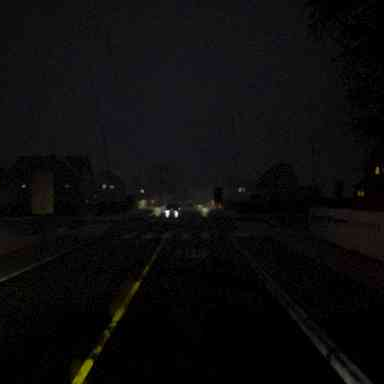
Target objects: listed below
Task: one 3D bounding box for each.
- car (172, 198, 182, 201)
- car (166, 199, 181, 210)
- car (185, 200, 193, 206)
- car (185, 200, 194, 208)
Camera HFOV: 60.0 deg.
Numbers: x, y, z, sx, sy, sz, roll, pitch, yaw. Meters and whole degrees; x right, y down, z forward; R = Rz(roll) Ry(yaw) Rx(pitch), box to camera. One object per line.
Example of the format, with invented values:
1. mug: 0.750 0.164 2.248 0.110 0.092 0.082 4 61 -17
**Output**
1. car: -3.346 2.176 69.240 2.150 2.045 5.566 0 -1 -1
2. car: -3.178 2.283 53.860 1.895 1.301 4.718 0 -1 0
3. car: -0.756 2.567 78.718 1.895 1.301 4.718 0 -1 -2
4. car: -0.588 2.533 68.693 1.895 1.301 4.718 0 -1 -1
